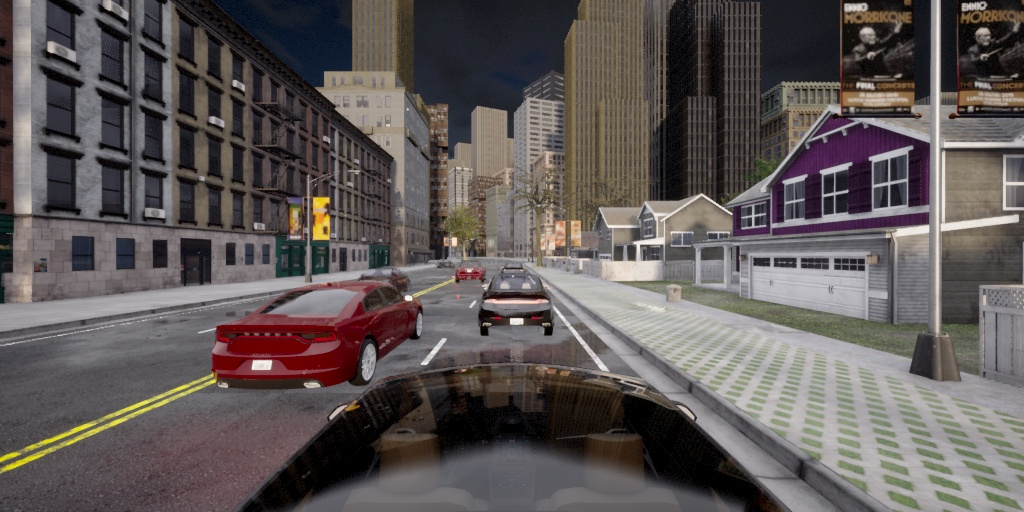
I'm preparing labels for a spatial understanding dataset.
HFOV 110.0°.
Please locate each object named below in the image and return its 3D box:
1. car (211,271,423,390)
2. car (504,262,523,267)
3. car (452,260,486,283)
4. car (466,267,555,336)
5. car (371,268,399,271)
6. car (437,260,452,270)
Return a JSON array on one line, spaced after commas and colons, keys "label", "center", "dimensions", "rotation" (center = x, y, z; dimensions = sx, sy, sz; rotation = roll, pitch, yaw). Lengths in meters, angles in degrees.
[{"label": "car", "center": [-3.148, 1.227, 7.006], "dimensions": [1.882, 1.535, 5.008], "rotation": [0, 0, 0]}, {"label": "car", "center": [0.116, 1.229, 27.800], "dimensions": [2.128, 1.511, 4.902], "rotation": [0, 0, 0]}, {"label": "car", "center": [-3.124, 1.090, 27.815], "dimensions": [2.097, 1.767, 4.553], "rotation": [0, 0, -2]}, {"label": "car", "center": [0.106, 1.239, 10.381], "dimensions": [2.128, 1.511, 4.902], "rotation": [0, 0, 0]}, {"label": "car", "center": [-6.588, 1.308, 18.266], "dimensions": [1.994, 1.385, 4.181], "rotation": [0, 0, 0]}, {"label": "car", "center": [-9.767, 1.268, 52.807], "dimensions": [1.994, 1.385, 4.181], "rotation": [0, 0, 1]}]
